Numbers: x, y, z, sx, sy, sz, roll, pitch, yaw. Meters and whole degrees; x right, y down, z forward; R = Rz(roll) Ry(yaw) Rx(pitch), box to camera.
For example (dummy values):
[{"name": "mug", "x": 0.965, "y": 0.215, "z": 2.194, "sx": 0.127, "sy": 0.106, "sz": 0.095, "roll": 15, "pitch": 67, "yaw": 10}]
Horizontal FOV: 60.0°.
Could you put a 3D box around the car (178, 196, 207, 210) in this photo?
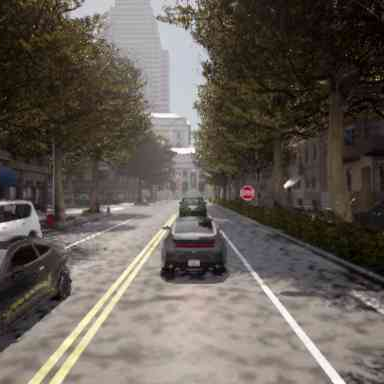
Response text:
[{"name": "car", "x": 0.069, "y": 1.365, "z": 27.281, "sx": 2.150, "sy": 2.045, "sz": 5.566, "roll": 0, "pitch": 0, "yaw": 0}]

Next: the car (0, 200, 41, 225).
[{"name": "car", "x": -6.556, "y": 1.281, "z": 9.911, "sx": 2.435, "sy": 2.045, "sz": 5.566, "roll": 0, "pitch": 0, "yaw": 0}]

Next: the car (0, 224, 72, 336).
[{"name": "car", "x": -3.596, "y": 1.557, "z": 5.769, "sx": 1.812, "sy": 1.442, "sz": 4.674, "roll": 0, "pitch": 0, "yaw": 0}]

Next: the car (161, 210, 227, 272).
[{"name": "car", "x": 0.068, "y": 1.565, "z": 10.934, "sx": 1.837, "sy": 1.490, "sz": 4.892, "roll": 0, "pitch": 0, "yaw": 0}]
